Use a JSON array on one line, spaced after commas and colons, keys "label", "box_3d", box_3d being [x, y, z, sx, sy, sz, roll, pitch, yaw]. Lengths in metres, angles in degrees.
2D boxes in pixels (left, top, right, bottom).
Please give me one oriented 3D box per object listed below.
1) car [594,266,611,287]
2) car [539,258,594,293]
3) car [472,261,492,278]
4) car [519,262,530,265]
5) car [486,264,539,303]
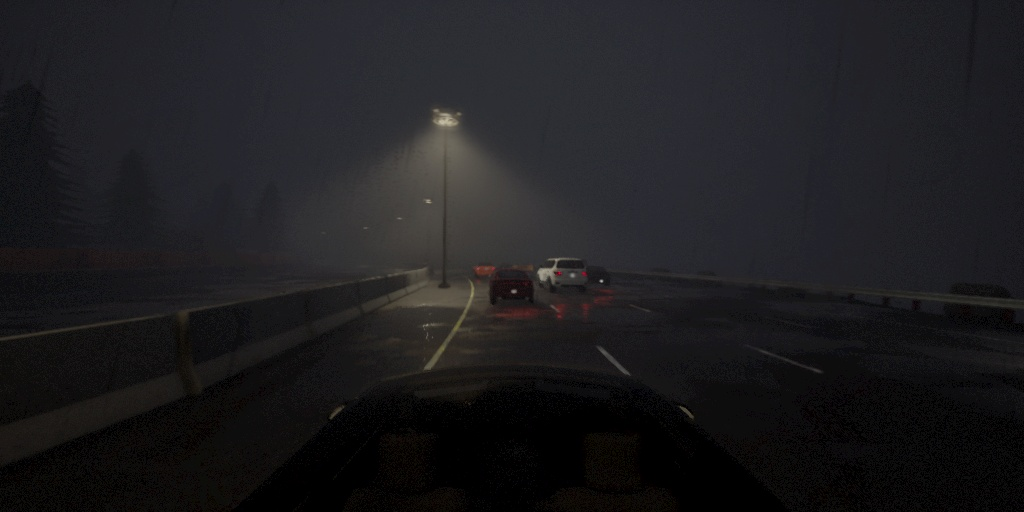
[{"label": "car", "box_3d": [5.914, 1.493, 27.403, 1.837, 1.490, 4.892, 1, 0, -8]}, {"label": "car", "box_3d": [3.067, 1.155, 22.715, 2.150, 2.045, 5.566, 1, 0, -7]}, {"label": "car", "box_3d": [-3.044, 1.362, 38.182, 2.097, 1.767, 4.553, 0, 0, -12]}, {"label": "car", "box_3d": [1.410, 1.611, 50.212, 1.882, 1.535, 5.008, 1, -1, -16]}, {"label": "car", "box_3d": [-0.123, 1.348, 17.480, 1.882, 1.535, 5.008, 1, 0, -5]}]
